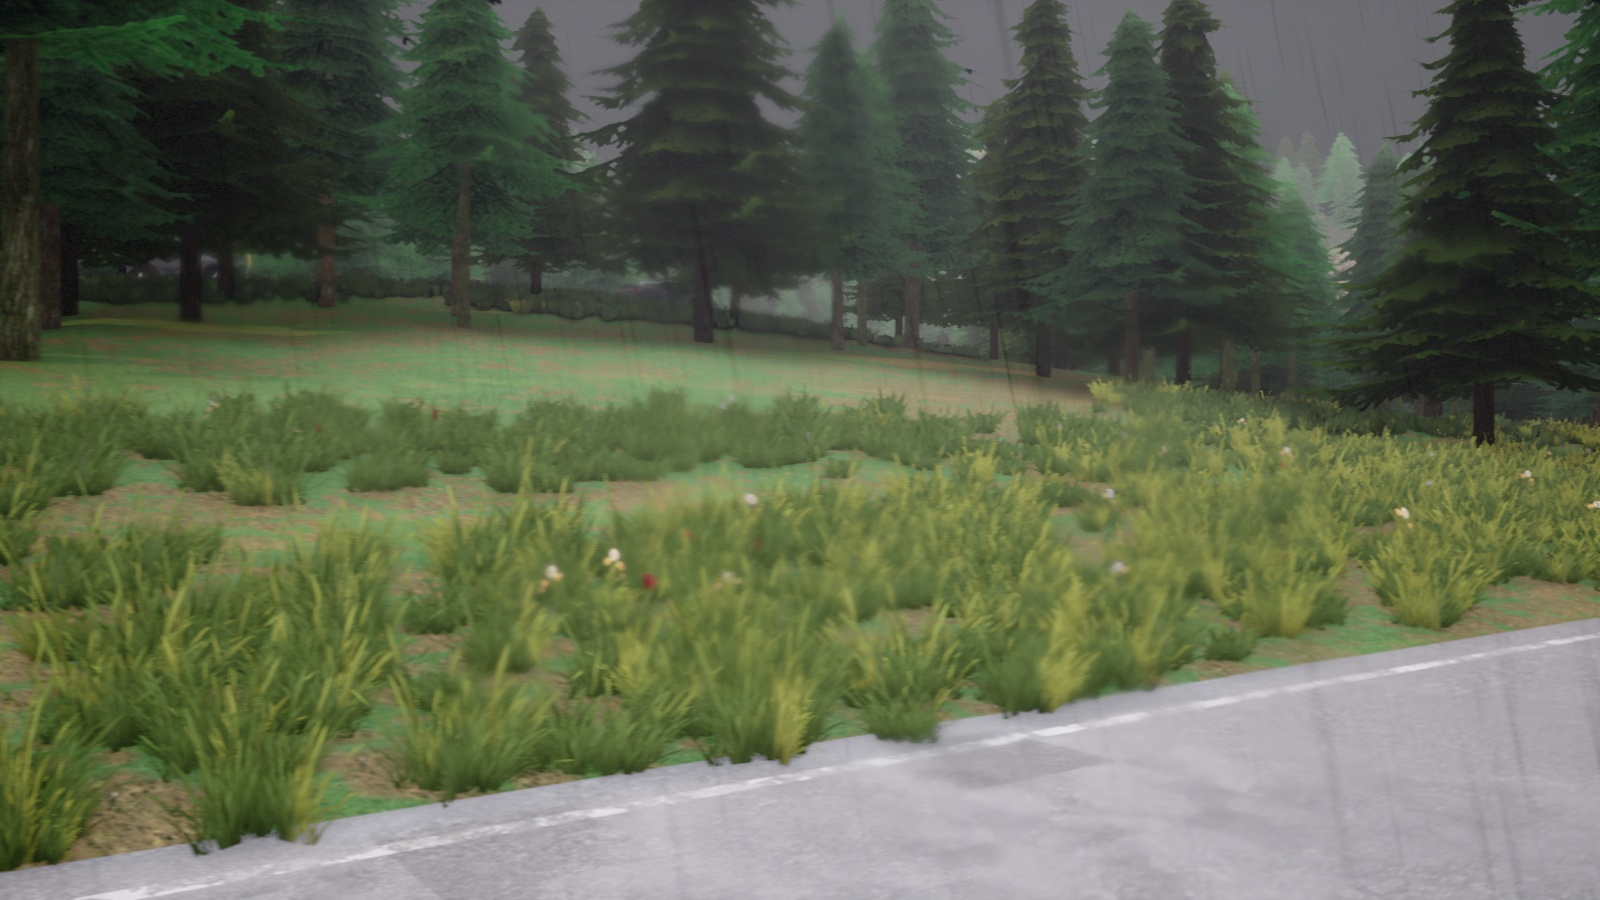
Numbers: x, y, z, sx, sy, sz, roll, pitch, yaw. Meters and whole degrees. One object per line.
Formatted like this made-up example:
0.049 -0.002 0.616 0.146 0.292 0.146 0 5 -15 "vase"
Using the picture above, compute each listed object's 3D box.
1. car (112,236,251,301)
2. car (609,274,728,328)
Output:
-21.156 -6.226 43.129 3.866 1.878 1.905 -3 1 -14 "car"
-5.465 -6.208 52.699 1.837 1.490 4.892 0 -2 44 "car"
